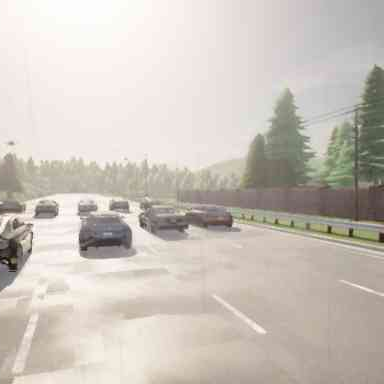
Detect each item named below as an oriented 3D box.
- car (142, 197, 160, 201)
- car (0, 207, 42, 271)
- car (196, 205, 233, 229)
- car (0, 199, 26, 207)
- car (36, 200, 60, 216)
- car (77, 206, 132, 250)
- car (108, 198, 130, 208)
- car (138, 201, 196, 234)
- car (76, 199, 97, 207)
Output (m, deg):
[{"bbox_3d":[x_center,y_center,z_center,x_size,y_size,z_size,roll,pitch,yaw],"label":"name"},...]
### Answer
[{"bbox_3d":[-4.757,1.364,37.950,2.128,1.511,4.902,0,0,-20],"label":"car"},{"bbox_3d":[-6.131,1.441,10.298,2.128,1.511,4.902,0,0,-19],"label":"car"},{"bbox_3d":[1.029,1.508,21.594,1.994,1.385,4.181,0,0,-19],"label":"car"},{"bbox_3d":[-18.198,1.397,33.888,1.994,1.385,4.181,0,0,-20],"label":"car"},{"bbox_3d":[-13.342,1.410,30.720,2.033,1.411,5.357,0,0,-19],"label":"car"},{"bbox_3d":[-3.770,1.511,14.144,1.994,1.385,4.181,0,0,-19],"label":"car"},{"bbox_3d":[-8.150,1.355,37.031,2.128,1.511,4.902,0,0,-19],"label":"car"},{"bbox_3d":[-1.779,1.488,19.045,2.033,1.411,5.357,0,0,-19],"label":"car"},{"bbox_3d":[-10.039,1.419,31.880,2.033,1.411,5.357,0,0,-19],"label":"car"}]
